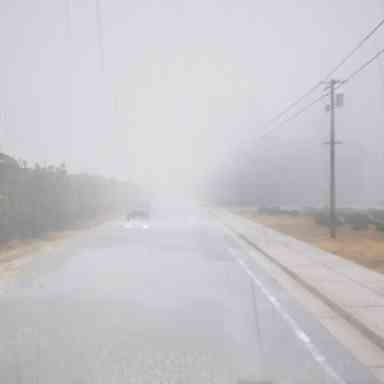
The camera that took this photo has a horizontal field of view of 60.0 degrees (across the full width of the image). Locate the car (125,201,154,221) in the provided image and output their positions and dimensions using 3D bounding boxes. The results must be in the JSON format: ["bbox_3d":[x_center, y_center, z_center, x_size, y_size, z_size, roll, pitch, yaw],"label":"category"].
[{"bbox_3d":[-4.161,1.478,27.326,2.033,1.411,5.357,0,0,-2],"label":"car"}]
